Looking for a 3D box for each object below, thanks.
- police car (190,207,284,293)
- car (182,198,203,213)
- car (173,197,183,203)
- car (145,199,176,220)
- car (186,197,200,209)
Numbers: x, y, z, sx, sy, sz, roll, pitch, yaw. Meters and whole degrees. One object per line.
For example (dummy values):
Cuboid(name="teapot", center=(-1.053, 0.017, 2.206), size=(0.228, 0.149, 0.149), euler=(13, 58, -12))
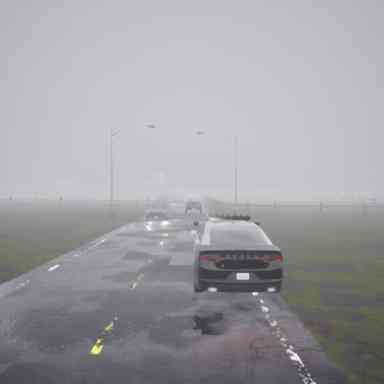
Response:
Cuboid(name="police car", center=(0.992, 1.425, 9.009), size=(1.930, 1.638, 5.238), euler=(0, 0, 0))
Cuboid(name="car", center=(0.197, 1.497, 37.228), size=(1.837, 1.490, 4.892), euler=(0, 0, 0))
Cuboid(name="car", center=(-2.540, 1.543, 62.702), size=(1.994, 1.385, 4.181), euler=(0, 0, 0))
Cuboid(name="car", center=(-2.756, 1.543, 28.117), size=(2.033, 1.411, 5.357), euler=(0, 0, 0))
Cuboid(name="car", center=(0.186, 1.513, 47.397), size=(1.812, 1.442, 4.674), euler=(0, 0, 1))
